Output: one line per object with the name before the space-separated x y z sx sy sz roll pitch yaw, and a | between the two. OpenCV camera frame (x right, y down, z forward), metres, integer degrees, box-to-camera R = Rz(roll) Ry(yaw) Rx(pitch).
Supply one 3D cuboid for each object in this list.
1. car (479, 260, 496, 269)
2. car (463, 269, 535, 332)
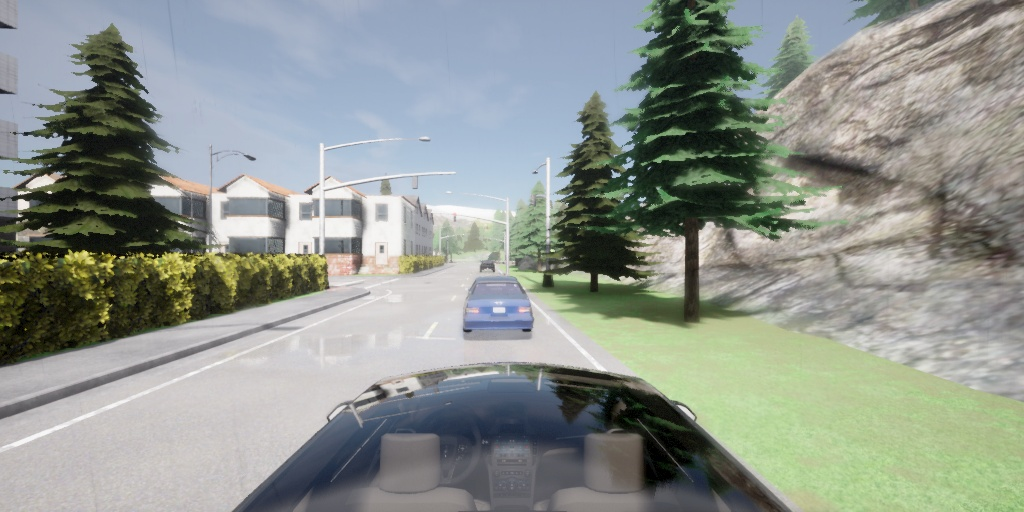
car | -3.106 1.255 45.288 1.837 1.490 4.892 0 0 -4
car | -0.478 1.297 10.802 2.033 1.411 5.357 0 0 -4
